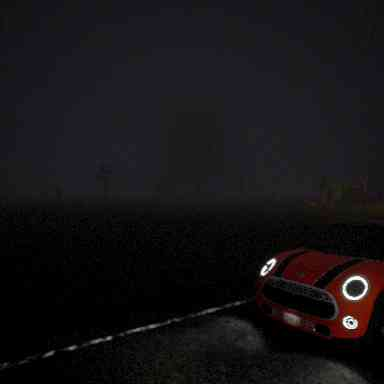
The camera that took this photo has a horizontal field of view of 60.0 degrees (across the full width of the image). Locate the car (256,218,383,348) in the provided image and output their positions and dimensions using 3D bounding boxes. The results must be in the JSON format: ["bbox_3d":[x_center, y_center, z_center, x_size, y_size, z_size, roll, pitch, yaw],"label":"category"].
[{"bbox_3d":[3.349,1.335,6.381,4.553,1.767,2.097,0,0,-35],"label":"car"}]
